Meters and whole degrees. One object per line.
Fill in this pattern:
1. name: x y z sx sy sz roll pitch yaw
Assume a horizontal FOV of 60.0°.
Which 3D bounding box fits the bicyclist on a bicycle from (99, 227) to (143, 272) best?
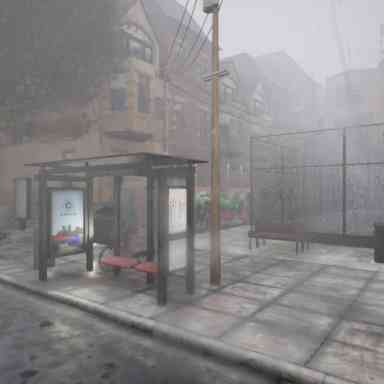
1. bicyclist on a bicycle: -1.905 1.338 9.185 0.582 1.620 1.656 -4 -5 35
